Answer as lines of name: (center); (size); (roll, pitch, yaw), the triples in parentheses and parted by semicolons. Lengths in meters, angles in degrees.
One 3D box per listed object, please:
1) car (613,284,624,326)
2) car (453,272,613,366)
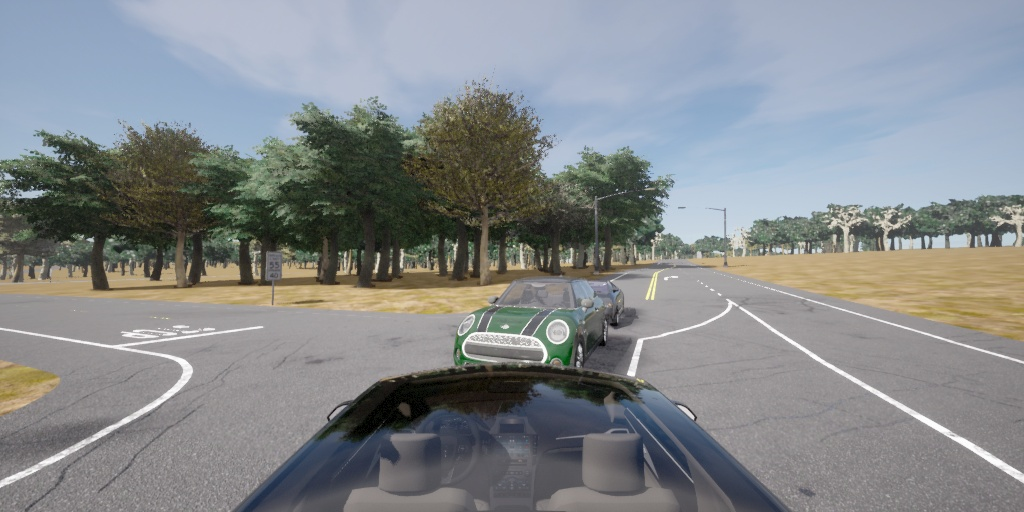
car: (2.897, 1.555, 12.912); (1.994, 1.385, 4.181); (-2, 0, 22)
car: (0.676, 1.223, 7.478); (2.097, 1.767, 4.553); (-1, -2, 22)
